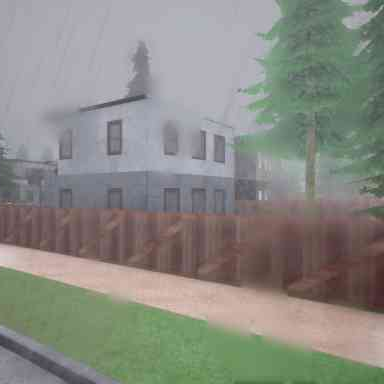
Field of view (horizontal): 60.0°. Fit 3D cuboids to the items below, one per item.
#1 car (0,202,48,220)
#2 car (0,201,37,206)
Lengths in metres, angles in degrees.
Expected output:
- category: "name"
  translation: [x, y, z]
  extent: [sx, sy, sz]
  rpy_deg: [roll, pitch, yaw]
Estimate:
- category: "car"
  translation: [-15.363, 1.582, 29.328]
  extent: [1.895, 1.301, 4.718]
  rpy_deg: [0, 0, 28]
- category: "car"
  translation: [-13.056, 1.458, 25.618]
  extent: [1.882, 1.535, 5.008]
  rpy_deg: [0, 0, 29]
